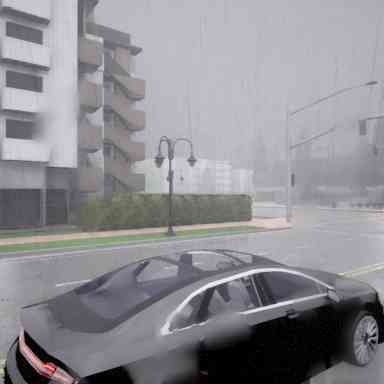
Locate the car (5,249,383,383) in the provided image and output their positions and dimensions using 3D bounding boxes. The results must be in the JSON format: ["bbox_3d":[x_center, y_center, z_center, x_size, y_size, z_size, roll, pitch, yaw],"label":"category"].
[{"bbox_3d":[0.500,1.492,4.113,4.902,1.511,2.128,0,0,-35],"label":"car"}]
